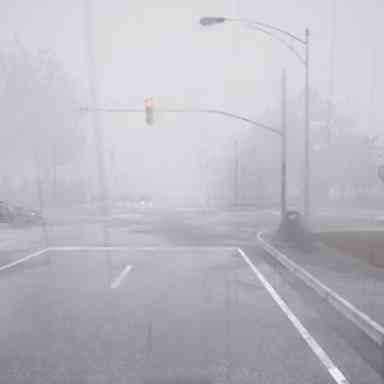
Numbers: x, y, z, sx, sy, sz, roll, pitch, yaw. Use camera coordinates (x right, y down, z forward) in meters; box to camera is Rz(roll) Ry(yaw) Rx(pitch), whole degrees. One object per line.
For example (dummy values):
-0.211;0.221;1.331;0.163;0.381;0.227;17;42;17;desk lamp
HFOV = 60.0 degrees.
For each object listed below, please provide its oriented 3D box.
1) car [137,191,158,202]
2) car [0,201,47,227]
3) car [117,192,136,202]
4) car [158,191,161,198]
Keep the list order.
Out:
-7.233;0.846;54.067;1.994;1.385;4.181;0;1;0;car
-11.302;1.268;19.776;4.902;1.511;2.128;0;1;-3;car
-10.734;0.811;53.832;1.812;1.442;4.674;0;1;0;car
-7.448;0.561;69.472;2.033;1.411;5.357;0;1;-2;car
